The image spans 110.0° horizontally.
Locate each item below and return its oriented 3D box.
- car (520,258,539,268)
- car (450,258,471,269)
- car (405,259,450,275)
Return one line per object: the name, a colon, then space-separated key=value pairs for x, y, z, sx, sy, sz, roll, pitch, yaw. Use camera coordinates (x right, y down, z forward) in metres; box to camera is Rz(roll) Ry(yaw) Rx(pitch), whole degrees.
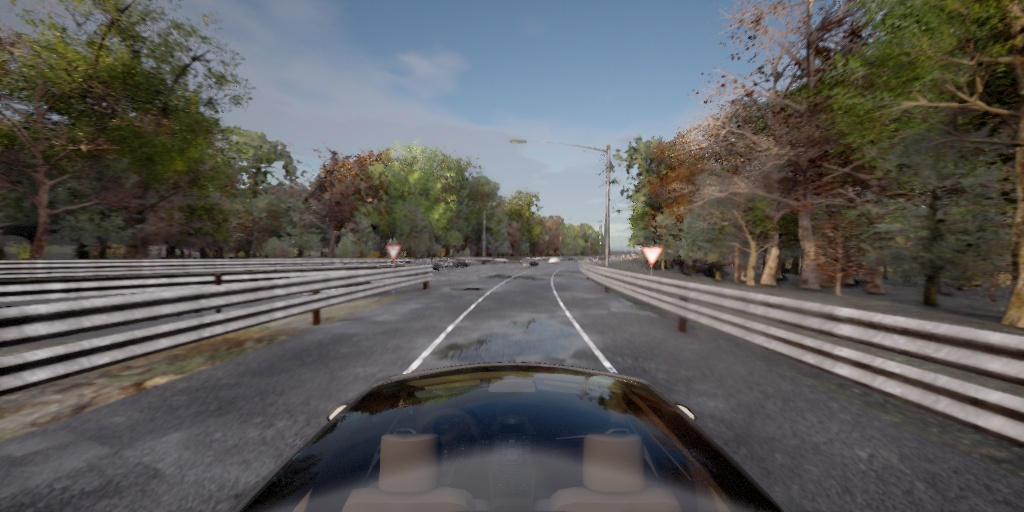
car: x=2.717 y=1.102 z=54.983 sx=2.128 sy=1.511 sz=4.902 roll=1 pitch=0 yaw=22
car: x=-7.473 y=1.027 z=48.269 sx=2.033 sy=1.411 sz=5.357 roll=1 pitch=0 yaw=22
car: x=-8.644 y=1.029 z=35.821 sx=2.128 sy=1.511 sz=4.902 roll=1 pitch=0 yaw=22
